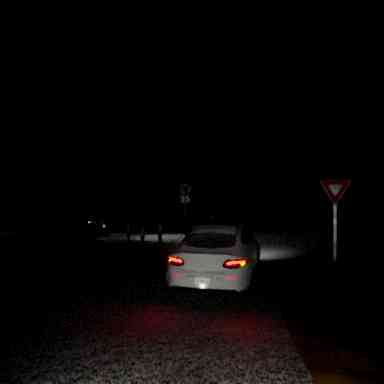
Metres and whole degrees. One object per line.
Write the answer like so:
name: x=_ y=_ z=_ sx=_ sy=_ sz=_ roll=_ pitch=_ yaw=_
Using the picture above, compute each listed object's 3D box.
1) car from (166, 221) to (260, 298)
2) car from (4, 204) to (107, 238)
car: x=0.695 y=1.466 z=8.402 sx=1.812 sy=1.442 sz=4.674 roll=0 pitch=0 yaw=13
car: x=-6.736 y=1.372 z=16.506 sx=4.902 sy=1.511 sz=2.128 roll=1 pitch=1 yaw=7
